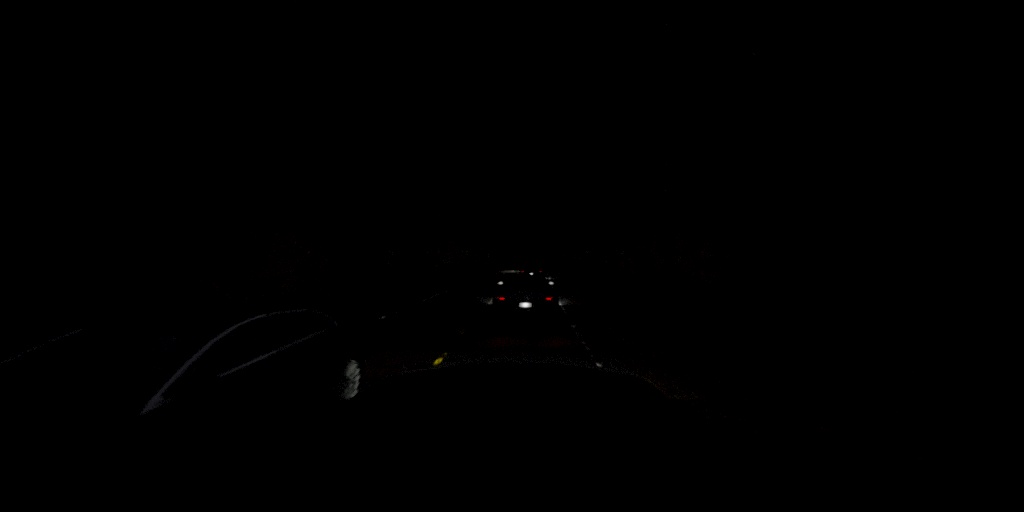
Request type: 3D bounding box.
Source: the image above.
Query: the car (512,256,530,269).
[{"bbox_3d":[1.387,0.952,51.674,2.150,2.045,5.566,0,0,9],"label":"car"}]

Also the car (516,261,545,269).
[{"bbox_3d":[1.667,1.312,28.810,1.994,1.385,4.181,0,0,5],"label":"car"}]

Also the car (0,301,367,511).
[{"bbox_3d":[-3.053,1.246,3.278,2.128,1.511,4.902,0,0,1],"label":"car"}]

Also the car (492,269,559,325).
[{"bbox_3d":[0.457,1.314,11.844,1.994,1.385,4.181,0,0,3],"label":"car"}]
